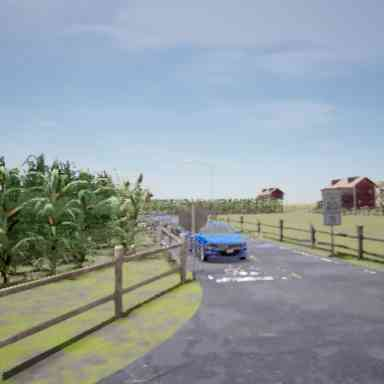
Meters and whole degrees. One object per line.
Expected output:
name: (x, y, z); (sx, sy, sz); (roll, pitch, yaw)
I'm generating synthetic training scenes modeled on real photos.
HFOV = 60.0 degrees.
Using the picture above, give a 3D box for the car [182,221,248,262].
car: (1.007, 2.131, 15.298); (1.882, 1.535, 5.008); (0, -3, -11)

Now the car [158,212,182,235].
car: (-1.095, 2.621, 25.989); (2.128, 1.511, 4.902); (0, -3, -12)

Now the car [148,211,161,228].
car: (-3.597, 2.974, 37.090); (2.097, 1.767, 4.553); (0, -3, -15)
